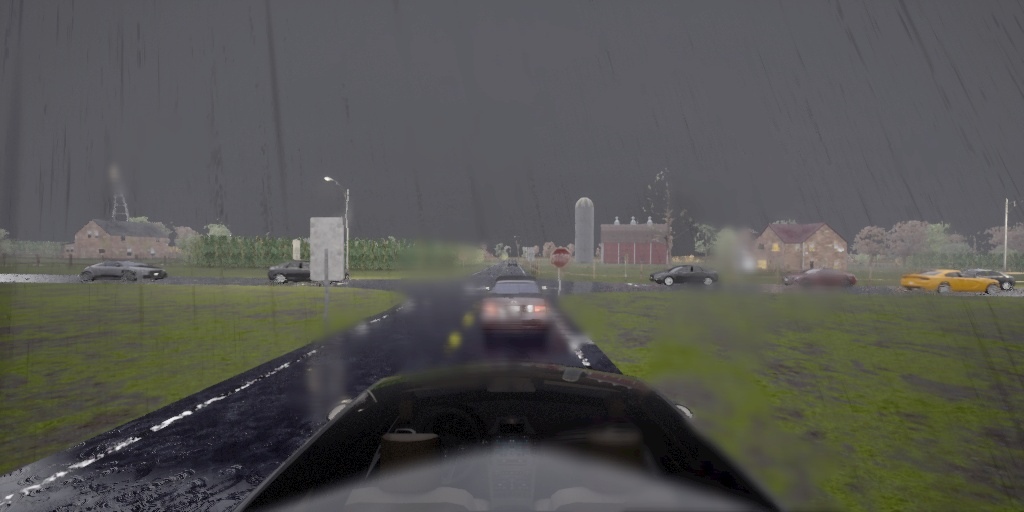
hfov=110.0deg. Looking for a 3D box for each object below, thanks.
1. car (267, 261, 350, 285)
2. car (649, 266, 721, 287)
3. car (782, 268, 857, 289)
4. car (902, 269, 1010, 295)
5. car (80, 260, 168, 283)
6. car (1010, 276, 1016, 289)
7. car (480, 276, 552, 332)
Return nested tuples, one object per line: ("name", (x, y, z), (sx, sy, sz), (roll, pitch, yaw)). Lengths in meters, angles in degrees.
("car", (-13.373, 1.099, 23.722), (4.892, 1.490, 1.837), (1, 1, -3))
("car", (12.779, 1.444, 26.623), (4.892, 1.490, 1.837), (1, 1, 2))
("car", (22.781, 1.604, 26.594), (4.674, 1.442, 1.812), (1, 1, 0))
("car", (28.866, 1.669, 23.657), (5.008, 1.535, 1.882), (1, 1, 0))
("car", (-25.384, 0.983, 23.560), (4.181, 1.385, 1.994), (1, 1, 0))
("car", (34.082, 1.736, 26.603), (4.892, 1.490, 1.837), (1, 1, 0))
("car", (0.147, 1.297, 10.851), (2.033, 1.411, 5.357), (0, 0, 1))
